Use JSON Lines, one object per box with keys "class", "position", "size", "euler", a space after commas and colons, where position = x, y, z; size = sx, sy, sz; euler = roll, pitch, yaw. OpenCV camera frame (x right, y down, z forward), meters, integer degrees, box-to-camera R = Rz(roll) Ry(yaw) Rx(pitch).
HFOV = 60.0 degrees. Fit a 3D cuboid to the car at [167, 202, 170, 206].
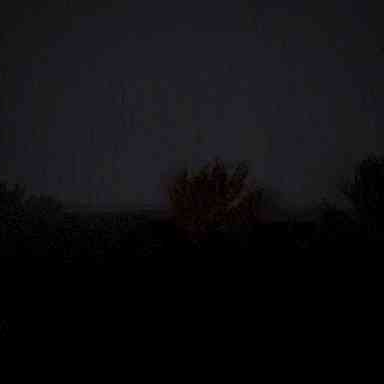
{"class": "car", "position": [-2.295, 2.079, 61.142], "size": [2.033, 1.411, 5.357], "euler": [-1, -1, 36]}
